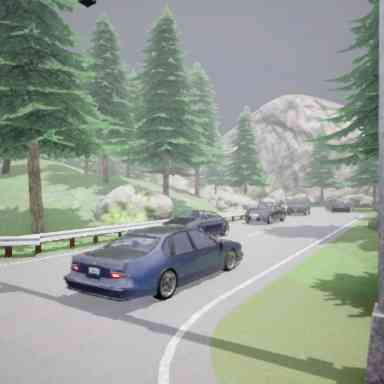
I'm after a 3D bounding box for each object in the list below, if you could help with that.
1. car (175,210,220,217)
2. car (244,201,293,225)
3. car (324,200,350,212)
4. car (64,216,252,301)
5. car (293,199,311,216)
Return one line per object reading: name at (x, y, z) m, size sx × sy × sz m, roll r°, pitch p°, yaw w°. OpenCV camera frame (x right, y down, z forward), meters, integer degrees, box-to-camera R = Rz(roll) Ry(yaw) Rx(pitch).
car at (0.186, 1.575, 16.369) m, size 1.994 × 1.385 × 4.181 m, roll 0°, pitch 0°, yaw 32°
car at (5.533, 1.508, 24.755) m, size 2.128 × 1.511 × 4.902 m, roll 0°, pitch 0°, yaw 33°
car at (17.166, 1.648, 39.549) m, size 1.994 × 1.385 × 4.181 m, roll 1°, pitch 0°, yaw 8°
car at (-0.538, 1.585, 8.521) m, size 2.033 × 1.411 × 5.357 m, roll 0°, pitch 0°, yaw 33°
car at (10.805, 1.527, 33.507) m, size 1.837 × 1.490 × 4.892 m, roll 0°, pitch 0°, yaw 25°
